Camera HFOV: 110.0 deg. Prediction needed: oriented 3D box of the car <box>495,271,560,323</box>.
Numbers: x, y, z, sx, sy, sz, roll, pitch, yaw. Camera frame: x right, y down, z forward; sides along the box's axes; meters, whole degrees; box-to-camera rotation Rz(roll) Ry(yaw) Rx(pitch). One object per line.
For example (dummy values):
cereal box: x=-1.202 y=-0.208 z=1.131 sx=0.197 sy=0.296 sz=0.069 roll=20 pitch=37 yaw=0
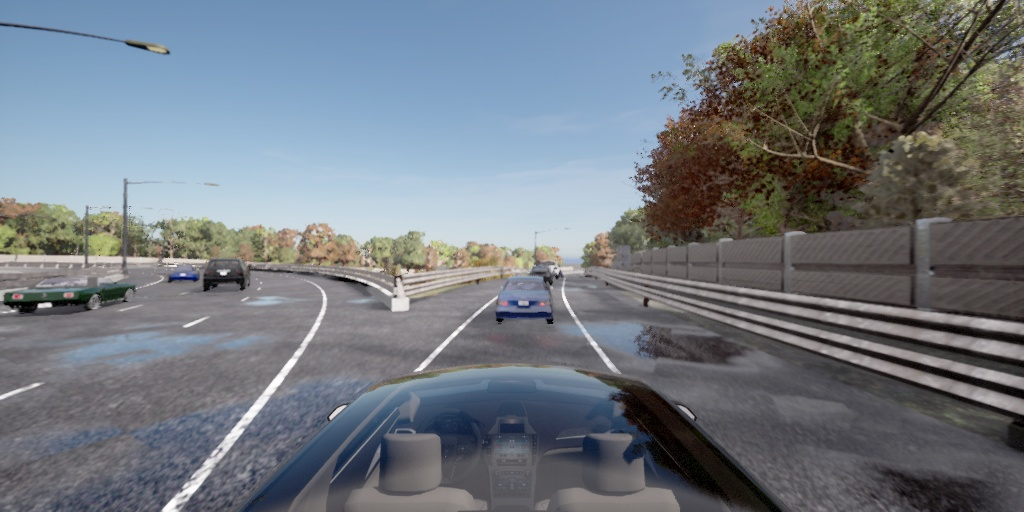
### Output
car: x=0.498 y=1.413 z=12.673 sx=2.033 sy=1.411 sz=5.357 roll=0 pitch=-1 yaw=4

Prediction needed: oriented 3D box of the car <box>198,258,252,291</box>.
car: x=-19.114 y=1.181 z=24.206 sx=2.150 sy=2.045 sz=5.566 roll=1 pitch=-1 yaw=-33

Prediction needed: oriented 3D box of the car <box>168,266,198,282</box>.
car: x=-29.479 y=1.593 z=32.290 sx=1.994 sy=1.385 sz=4.181 roll=1 pitch=-1 yaw=-40

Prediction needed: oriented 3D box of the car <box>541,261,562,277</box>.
car: x=4.332 y=1.578 z=41.661 sx=2.150 sy=2.045 sz=5.566 roll=0 pitch=-2 yaw=9

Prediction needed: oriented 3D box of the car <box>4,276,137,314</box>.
car: x=-17.461 y=1.461 z=14.567 sx=1.895 sy=1.301 sz=4.718 roll=0 pitch=-1 yaw=-28

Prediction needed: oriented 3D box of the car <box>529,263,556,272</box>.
car: x=2.368 y=1.543 z=28.809 sx=1.837 sy=1.490 sz=4.892 roll=0 pitch=-1 yaw=8
